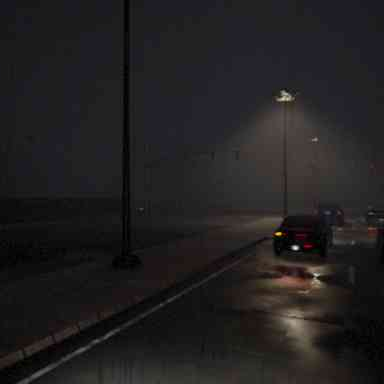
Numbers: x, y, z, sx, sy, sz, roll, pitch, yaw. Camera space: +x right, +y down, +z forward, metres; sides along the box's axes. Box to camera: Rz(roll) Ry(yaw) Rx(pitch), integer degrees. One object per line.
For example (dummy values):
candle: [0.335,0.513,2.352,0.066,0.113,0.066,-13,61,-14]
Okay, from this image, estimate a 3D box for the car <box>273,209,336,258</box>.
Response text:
car: [4.628,1.664,13.608,1.837,1.490,4.892,0,0,26]

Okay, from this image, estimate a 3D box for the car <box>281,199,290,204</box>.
car: [25.283,2.555,90.052,1.812,1.442,4.674,0,-1,26]

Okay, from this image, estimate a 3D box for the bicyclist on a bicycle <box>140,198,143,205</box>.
bicyclist on a bicycle: [-10.218,2.102,67.079,0.582,1.620,1.656,0,0,-7]

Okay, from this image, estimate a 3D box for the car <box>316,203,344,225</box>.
car: [11.155,1.658,27.021,2.097,1.767,4.553,0,-1,26]

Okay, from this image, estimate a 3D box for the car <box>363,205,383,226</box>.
car: [14.341,1.779,25.551,2.128,1.511,4.902,0,-1,26]

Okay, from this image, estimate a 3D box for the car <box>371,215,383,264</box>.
car: [7.654,1.733,11.836,1.895,1.301,4.718,0,-1,26]

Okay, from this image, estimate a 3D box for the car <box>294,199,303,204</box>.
car: [28.396,2.561,88.451,1.994,1.385,4.181,0,-1,26]
